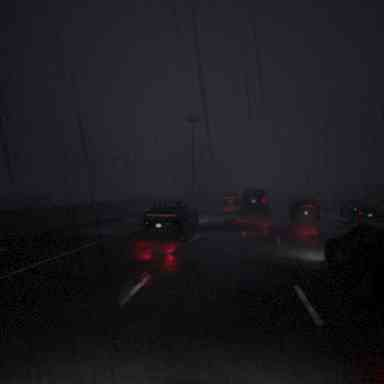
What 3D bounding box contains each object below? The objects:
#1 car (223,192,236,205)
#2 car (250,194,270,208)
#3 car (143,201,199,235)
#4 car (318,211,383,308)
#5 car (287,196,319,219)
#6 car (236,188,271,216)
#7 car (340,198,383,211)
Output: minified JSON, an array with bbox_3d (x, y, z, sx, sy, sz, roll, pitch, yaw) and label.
[{"bbox_3d":[4.988,0.763,40.985,1.837,1.490,4.892,0,1,14],"label":"car"},{"bbox_3d":[7.463,0.912,36.395,1.994,1.385,4.181,0,1,14],"label":"car"},{"bbox_3d":[-0.909,1.183,16.648,2.128,1.511,4.902,0,1,12],"label":"car"},{"bbox_3d":[4.367,1.397,7.363,1.812,1.442,4.674,0,1,8],"label":"car"},{"bbox_3d":[8.061,1.076,24.153,1.837,1.490,4.892,0,1,14],"label":"car"},{"bbox_3d":[5.125,0.734,26.884,2.150,2.045,5.566,0,0,14],"label":"car"},{"bbox_3d":[11.144,1.142,22.023,1.812,1.442,4.674,0,1,14],"label":"car"}]
